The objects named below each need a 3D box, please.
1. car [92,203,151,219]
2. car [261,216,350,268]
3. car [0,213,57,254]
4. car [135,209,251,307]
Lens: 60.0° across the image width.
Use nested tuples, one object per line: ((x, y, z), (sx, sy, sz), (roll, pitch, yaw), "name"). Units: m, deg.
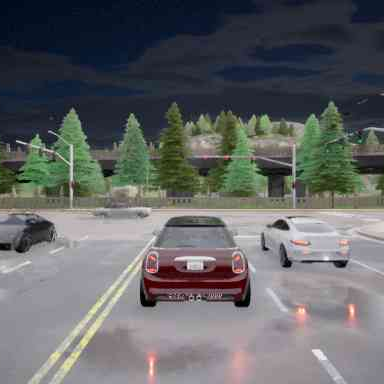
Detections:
((-5.726, 1.567, 27.677), (4.718, 1.301, 1.895), (0, 0, 1), "car")
((3.595, 1.526, 11.183), (1.812, 1.442, 4.674), (0, 0, 0), "car")
((-7.106, 1.564, 13.425), (1.994, 1.385, 4.181), (0, 0, -1), "car")
((0.078, 1.352, 8.136), (2.097, 1.767, 4.553), (0, 0, 1), "car")
